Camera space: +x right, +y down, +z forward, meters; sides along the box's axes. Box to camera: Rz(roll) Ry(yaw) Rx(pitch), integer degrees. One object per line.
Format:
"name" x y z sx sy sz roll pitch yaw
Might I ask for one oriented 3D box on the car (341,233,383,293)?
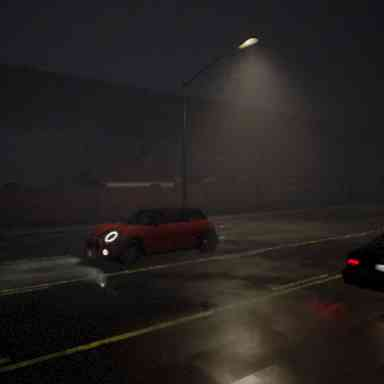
"car" 5.678 1.468 7.798 5.357 1.411 2.033 -1 1 -35

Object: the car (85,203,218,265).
"car" -1.327 1.311 11.624 4.553 1.767 2.097 -1 0 -35
